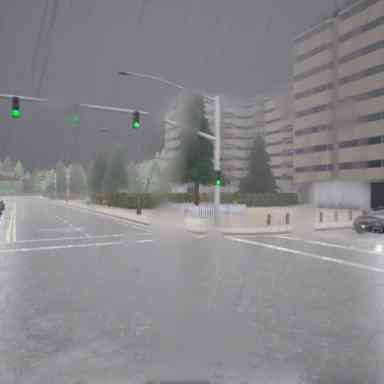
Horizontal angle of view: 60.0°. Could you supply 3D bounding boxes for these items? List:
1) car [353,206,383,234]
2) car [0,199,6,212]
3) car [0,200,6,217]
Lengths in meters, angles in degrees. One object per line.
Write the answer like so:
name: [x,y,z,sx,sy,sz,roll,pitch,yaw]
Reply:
car: [10.799,1.505,17.959,4.892,1.490,1.837,0,0,-28]
car: [-23.468,1.601,39.941,1.895,1.301,4.718,0,0,-28]
car: [-18.659,1.601,30.860,1.895,1.301,4.718,0,0,-27]
